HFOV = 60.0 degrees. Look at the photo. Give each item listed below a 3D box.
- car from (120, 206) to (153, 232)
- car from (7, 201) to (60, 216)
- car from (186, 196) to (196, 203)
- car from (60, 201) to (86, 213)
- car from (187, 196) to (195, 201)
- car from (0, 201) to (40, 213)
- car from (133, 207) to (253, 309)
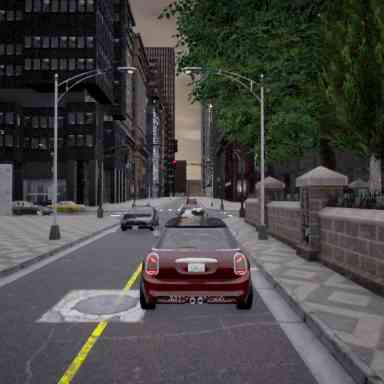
[{"bbox_3d":[-3.066,1.566,20.629,2.033,1.411,5.357,0,0,0],"label":"car"},{"bbox_3d":[-14.741,1.517,30.046,4.403,1.369,2.008,0,-1,0],"label":"car"},{"bbox_3d":[-0.122,1.664,66.592,1.812,1.442,4.674,0,0,0],"label":"car"},{"bbox_3d":[-14.902,1.675,38.570,4.829,1.417,1.752,0,-1,0],"label":"car"},{"bbox_3d":[-0.315,1.805,91.408,1.994,1.385,4.181,0,0,0],"label":"car"},{"bbox_3d":[-20.245,1.707,38.581,4.403,1.369,2.008,0,-1,0],"label":"car"},{"bbox_3d":[0.071,1.357,8.012,2.097,1.767,4.553,0,0,0],"label":"car"}]
